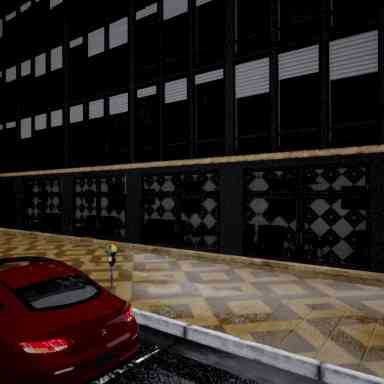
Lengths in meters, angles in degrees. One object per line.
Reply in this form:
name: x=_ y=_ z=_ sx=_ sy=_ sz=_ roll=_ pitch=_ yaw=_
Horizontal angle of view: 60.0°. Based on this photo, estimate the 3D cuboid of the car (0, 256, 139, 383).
car: x=-2.578 y=1.582 z=4.665 sx=4.206 sy=1.307 sz=1.802 roll=0 pitch=0 yaw=35
